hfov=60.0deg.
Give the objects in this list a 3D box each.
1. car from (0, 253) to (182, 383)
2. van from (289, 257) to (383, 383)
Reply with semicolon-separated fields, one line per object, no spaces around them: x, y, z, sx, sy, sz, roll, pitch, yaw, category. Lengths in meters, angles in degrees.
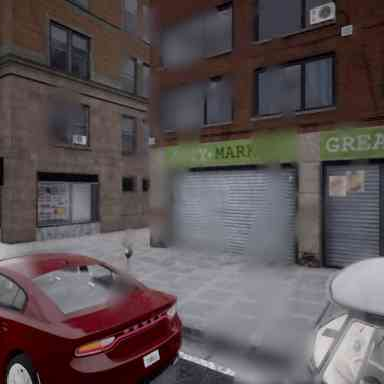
-2.223;1.544;4.660;4.507;1.381;1.887;0;0;35;car
2.387;1.341;1.375;3.998;1.788;1.690;0;0;35;van
